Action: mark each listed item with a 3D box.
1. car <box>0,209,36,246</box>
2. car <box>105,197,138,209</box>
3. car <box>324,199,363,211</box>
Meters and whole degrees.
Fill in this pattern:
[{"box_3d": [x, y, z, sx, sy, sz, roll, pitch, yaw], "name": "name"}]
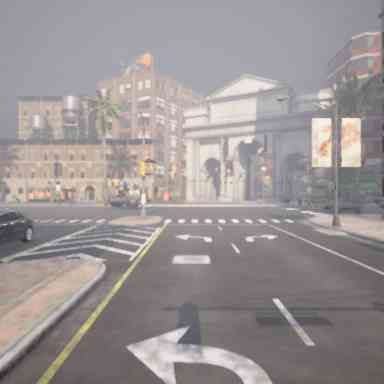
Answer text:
[{"box_3d": [-8.061, 1.484, 13.282, 1.837, 1.490, 4.892, 0, 0, 0], "name": "car"}, {"box_3d": [-9.333, 1.423, 44.025, 4.902, 1.511, 2.128, 0, 0, 31], "name": "car"}, {"box_3d": [17.699, 1.504, 39.020, 4.181, 1.385, 1.994, 0, 0, -1], "name": "car"}]
